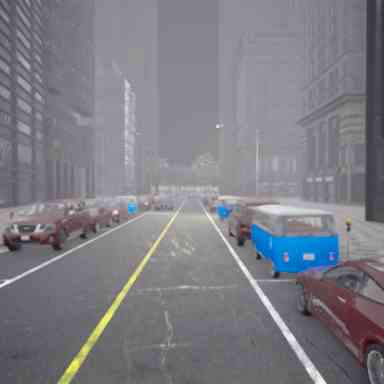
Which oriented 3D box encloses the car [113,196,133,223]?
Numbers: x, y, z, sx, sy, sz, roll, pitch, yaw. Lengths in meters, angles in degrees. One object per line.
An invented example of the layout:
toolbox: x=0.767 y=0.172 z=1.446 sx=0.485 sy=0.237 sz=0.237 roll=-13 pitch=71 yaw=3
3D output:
car: x=-5.783 y=1.341 z=23.801 sx=1.967 sy=1.590 sz=4.097 roll=-1 pitch=0 yaw=0

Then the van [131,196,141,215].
van: x=-5.786 y=1.221 z=28.688 sx=1.690 sy=1.788 sz=3.998 roll=-1 pitch=0 yaw=0

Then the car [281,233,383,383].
car: x=2.766 y=1.561 z=4.653 sx=1.802 sy=1.307 sz=4.206 roll=-1 pitch=0 yaw=0

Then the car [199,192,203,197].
car: x=2.729 y=1.272 z=60.679 sx=2.008 sy=1.369 sz=4.403 roll=-1 pitch=0 yaw=0

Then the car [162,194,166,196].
car: x=-5.794 y=1.301 z=54.774 sx=1.887 sy=1.381 sz=4.507 roll=-1 pitch=0 yaw=0

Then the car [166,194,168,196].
car: x=-5.796 y=1.310 z=60.151 sx=1.802 sy=1.307 sz=4.206 roll=-1 pitch=0 yaw=0

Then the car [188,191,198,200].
car: x=-0.032 y=0.987 z=77.863 sx=2.128 sy=1.511 sz=4.902 roll=0 pitch=0 yaw=0

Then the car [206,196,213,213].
car: x=2.740 y=1.430 z=34.666 sx=1.802 sy=1.307 sz=4.206 roll=-1 pitch=0 yaw=0

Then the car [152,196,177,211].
car: x=-3.015 y=1.441 z=37.394 sx=1.994 sy=1.385 sz=4.181 roll=0 pitch=0 yaw=0

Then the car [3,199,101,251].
car: x=-5.781 y=1.259 z=14.029 sx=2.192 sy=1.841 sz=5.009 roll=-1 pitch=0 yaw=0

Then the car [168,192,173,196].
car: x=-5.800 y=1.217 z=70.907 sx=2.008 sy=1.369 sz=4.403 roll=-1 pitch=0 yaw=0

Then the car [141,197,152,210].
car: x=-5.789 y=1.275 z=38.639 sx=1.967 sy=1.590 sz=4.097 roll=-1 pitch=0 yaw=0

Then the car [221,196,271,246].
car: x=2.770 y=1.251 z=14.827 sx=2.192 sy=1.841 sz=5.009 roll=-1 pitch=0 yaw=0

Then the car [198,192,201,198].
car: x=2.725 y=1.185 z=71.254 sx=1.752 sy=1.417 sz=4.829 roll=-1 pitch=0 yaw=0

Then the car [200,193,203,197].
car: x=2.731 y=1.315 z=55.477 sx=1.947 sy=1.339 sz=4.313 roll=-1 pitch=0 yaw=0

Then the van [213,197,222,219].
van: x=2.778 y=1.233 z=25.002 sx=1.690 sy=1.788 sz=3.998 roll=-1 pitch=0 yaw=0

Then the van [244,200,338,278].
van: x=2.766 y=1.299 z=9.739 sx=1.690 sy=1.788 sz=3.998 roll=-1 pitch=0 yaw=0

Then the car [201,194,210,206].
car: x=2.733 y=1.341 z=50.273 sx=1.947 sy=1.339 sz=4.313 roll=-1 pitch=0 yaw=0

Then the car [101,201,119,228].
car: x=-5.780 y=1.467 z=18.916 sx=1.887 sy=1.381 sz=4.507 roll=-1 pitch=0 yaw=0
